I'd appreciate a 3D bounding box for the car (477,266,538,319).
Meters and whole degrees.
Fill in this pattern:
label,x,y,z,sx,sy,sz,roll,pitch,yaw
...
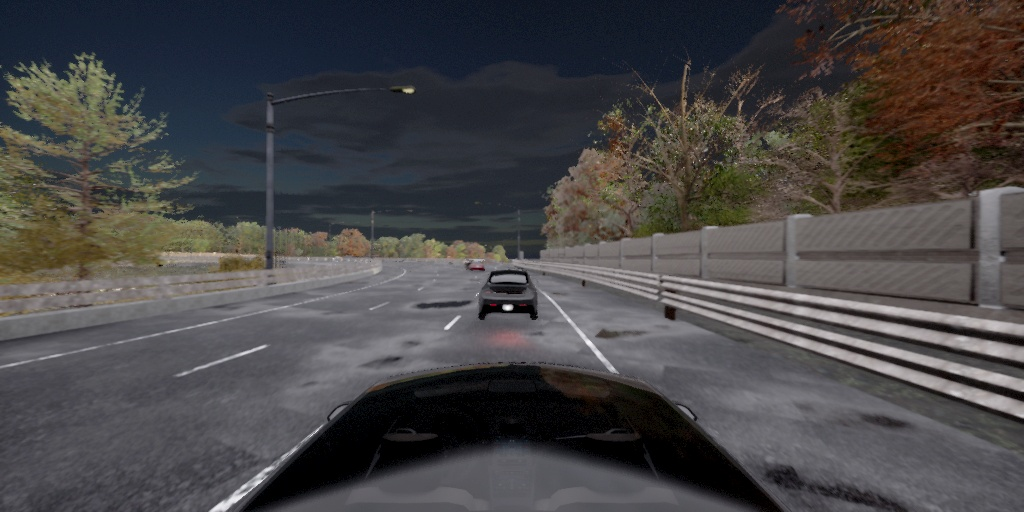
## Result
label,x,y,z,sx,sy,sz,roll,pitch,yaw
car,-0.122,1.242,12.788,1.837,1.490,4.892,1,0,0

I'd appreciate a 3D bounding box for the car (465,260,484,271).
label,x,y,z,sx,sy,sz,roll,pitch,yaw
car,-4.929,1.243,47.041,1.994,1.385,4.181,0,0,-17
